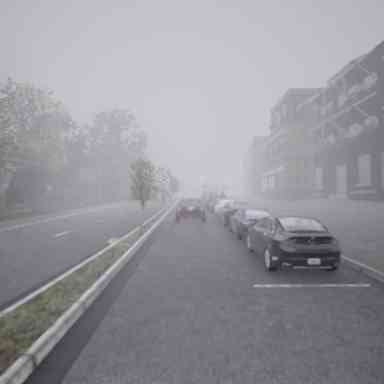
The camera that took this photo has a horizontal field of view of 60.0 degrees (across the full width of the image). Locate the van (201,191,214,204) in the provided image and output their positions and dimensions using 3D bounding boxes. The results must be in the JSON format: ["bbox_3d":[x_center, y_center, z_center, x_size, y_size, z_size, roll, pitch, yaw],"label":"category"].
[{"bbox_3d":[2.571,0.818,55.053,1.878,1.987,4.442,0,1,-1],"label":"van"}]

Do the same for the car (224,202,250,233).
[{"bbox_3d":[2.917,1.418,16.113,2.002,1.452,4.674,0,0,-1],"label":"car"}]

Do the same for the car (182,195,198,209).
[{"bbox_3d":[-0.257,1.179,41.089,1.882,1.535,5.008,0,1,0],"label":"car"}]

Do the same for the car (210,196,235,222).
[{"bbox_3d":[2.819,1.337,27.205,2.002,1.452,4.674,0,0,0],"label":"car"}]

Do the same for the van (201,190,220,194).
[{"bbox_3d":[2.619,0.874,49.506,1.878,1.987,4.442,0,1,-1],"label":"van"}]

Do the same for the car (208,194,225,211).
[{"bbox_3d":[2.768,1.282,32.784,2.163,1.488,4.792,0,0,-1],"label":"car"}]

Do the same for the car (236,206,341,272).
[{"bbox_3d":[2.966,1.415,10.562,2.231,1.521,4.892,0,0,-1],"label":"car"}]

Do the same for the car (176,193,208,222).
[{"bbox_3d":[-0.113,1.189,25.027,2.097,1.767,4.553,0,1,0],"label":"car"}]

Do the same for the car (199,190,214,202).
[{"bbox_3d":[2.521,0.734,60.510,2.435,2.045,5.566,0,1,-1],"label":"car"}]
